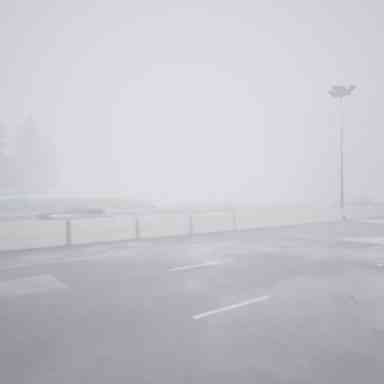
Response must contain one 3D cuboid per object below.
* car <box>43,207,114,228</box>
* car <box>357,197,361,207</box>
[{"bbox_3d":[-7.940,1.843,24.321,4.718,1.301,1.895,0,-1,-37],"label":"car"},{"bbox_3d":[28.472,1.772,56.074,5.566,2.045,2.150,1,-1,-36],"label":"car"}]
